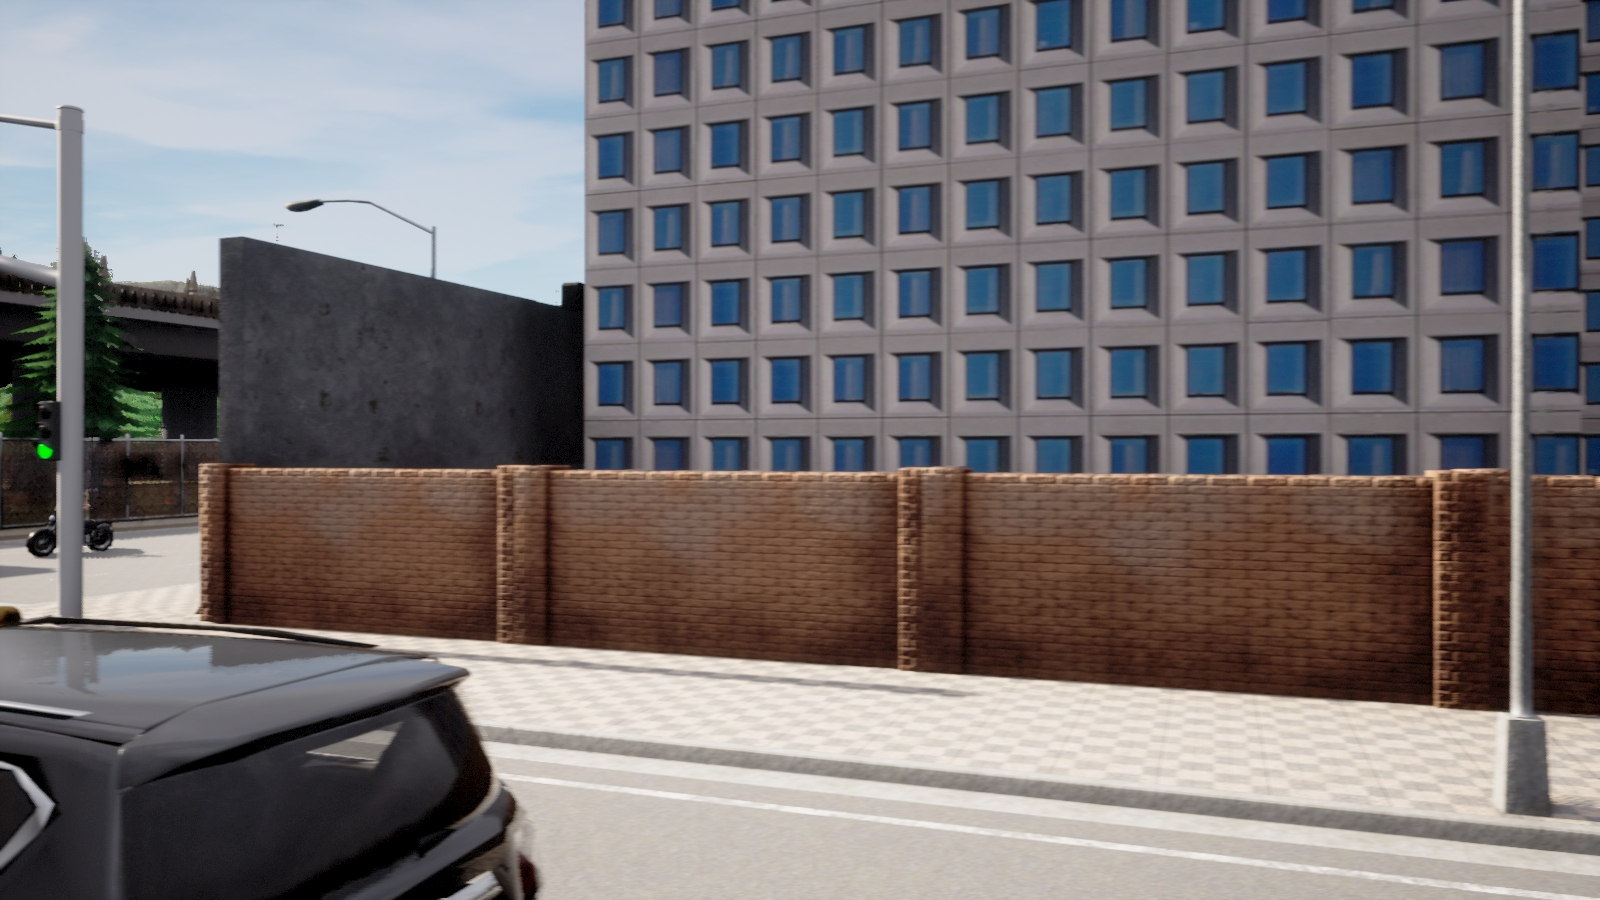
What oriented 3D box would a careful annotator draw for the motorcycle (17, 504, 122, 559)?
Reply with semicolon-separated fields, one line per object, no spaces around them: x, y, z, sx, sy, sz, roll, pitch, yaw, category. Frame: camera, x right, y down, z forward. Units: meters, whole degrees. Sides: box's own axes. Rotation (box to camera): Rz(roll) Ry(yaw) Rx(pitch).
-19.214;2.114;30.122;0.764;1.277;2.356;0;0;20;motorcycle

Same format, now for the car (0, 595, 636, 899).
-3.657;1.779;4.631;5.566;2.045;2.150;0;0;20;car
